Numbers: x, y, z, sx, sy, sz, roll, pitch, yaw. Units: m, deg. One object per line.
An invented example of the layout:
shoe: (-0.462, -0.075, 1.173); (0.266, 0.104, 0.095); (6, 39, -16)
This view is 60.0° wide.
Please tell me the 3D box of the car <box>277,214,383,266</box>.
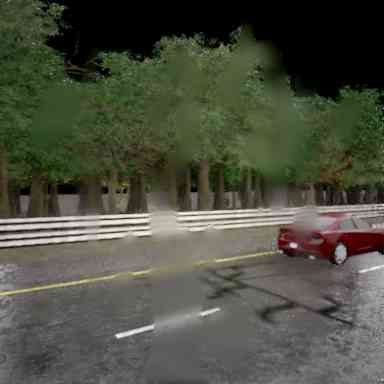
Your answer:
car: (5.176, 1.503, 11.778); (5.008, 1.535, 1.882); (0, 0, -35)
